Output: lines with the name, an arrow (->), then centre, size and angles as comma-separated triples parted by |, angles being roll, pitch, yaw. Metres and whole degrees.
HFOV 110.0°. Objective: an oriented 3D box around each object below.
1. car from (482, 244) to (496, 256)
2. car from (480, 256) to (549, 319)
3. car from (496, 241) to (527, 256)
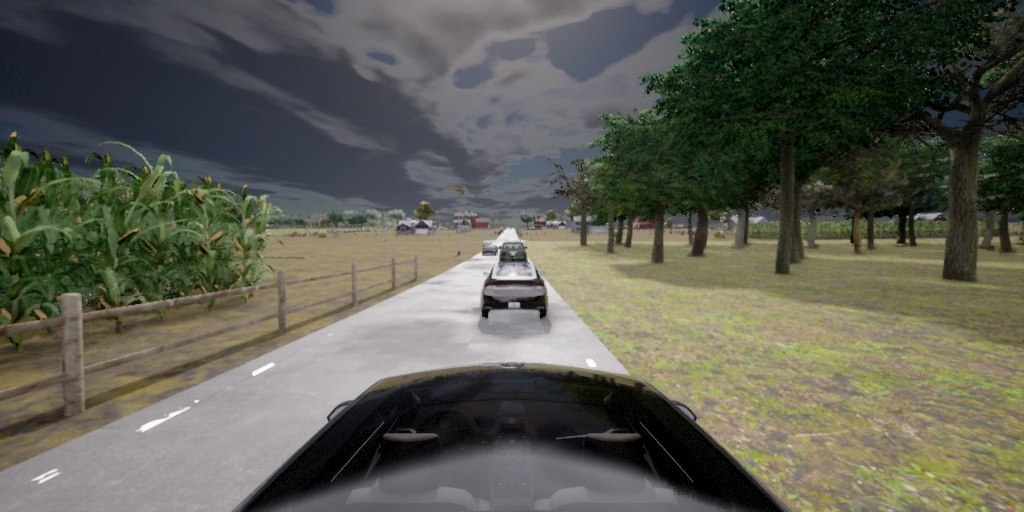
car -> -2.824, -0.827, 46.205 | 2.033, 1.411, 5.357 | 0, 4, 0
car -> 0.070, 0.928, 11.382 | 2.128, 1.511, 4.902 | 0, 2, 0
car -> 0.094, -0.203, 29.864 | 2.150, 2.045, 5.566 | 0, 3, 0
